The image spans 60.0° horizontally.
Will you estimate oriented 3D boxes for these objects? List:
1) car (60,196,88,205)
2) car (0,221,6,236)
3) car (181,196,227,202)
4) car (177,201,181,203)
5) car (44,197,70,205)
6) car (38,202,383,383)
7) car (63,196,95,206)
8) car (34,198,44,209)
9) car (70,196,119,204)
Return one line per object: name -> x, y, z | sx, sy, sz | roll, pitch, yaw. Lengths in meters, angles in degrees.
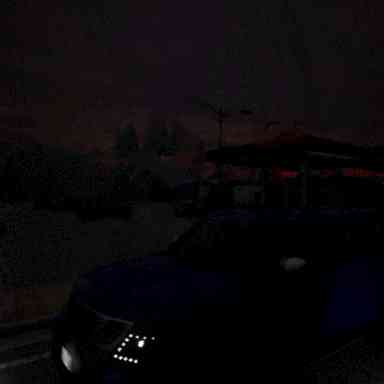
car -> -21.933, 1.575, 61.749 | 4.514, 1.523, 2.007 | 0, 0, -36
car -> -10.978, 1.485, 14.983 | 4.514, 1.523, 2.007 | 0, 0, -36
car -> 1.411, 1.319, 28.382 | 3.866, 1.878, 1.905 | 0, 0, -36
car -> -0.033, 1.604, 31.439 | 3.806, 1.475, 1.970 | 0, 0, -36
car -> -13.586, 1.515, 36.993 | 4.514, 1.523, 2.007 | 0, 0, -36
car -> 1.065, 1.234, 4.752 | 5.566, 2.045, 2.150 | 1, 0, -36
car -> -20.060, 1.567, 59.232 | 5.027, 1.636, 2.152 | 0, 0, -36
car -> -19.382, 1.534, 45.134 | 3.633, 1.501, 1.845 | 0, 0, -36
car -> -6.896, 1.314, 26.462 | 4.605, 1.855, 1.932 | 0, 0, -36
